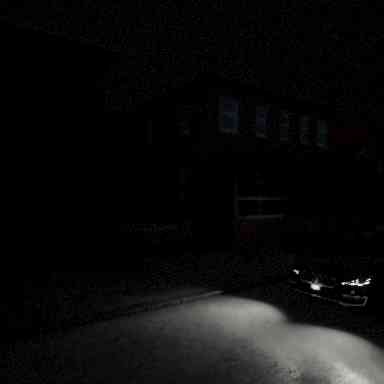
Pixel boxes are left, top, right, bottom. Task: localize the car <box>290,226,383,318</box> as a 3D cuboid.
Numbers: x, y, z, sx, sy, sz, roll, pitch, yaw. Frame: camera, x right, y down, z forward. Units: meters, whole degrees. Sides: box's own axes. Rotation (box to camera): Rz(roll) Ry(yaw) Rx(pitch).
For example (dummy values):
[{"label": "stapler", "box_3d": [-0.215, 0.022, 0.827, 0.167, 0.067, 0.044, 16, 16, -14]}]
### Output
[{"label": "car", "box_3d": [4.308, 1.592, 7.686, 4.892, 1.490, 1.837, 1, -1, -36]}]
